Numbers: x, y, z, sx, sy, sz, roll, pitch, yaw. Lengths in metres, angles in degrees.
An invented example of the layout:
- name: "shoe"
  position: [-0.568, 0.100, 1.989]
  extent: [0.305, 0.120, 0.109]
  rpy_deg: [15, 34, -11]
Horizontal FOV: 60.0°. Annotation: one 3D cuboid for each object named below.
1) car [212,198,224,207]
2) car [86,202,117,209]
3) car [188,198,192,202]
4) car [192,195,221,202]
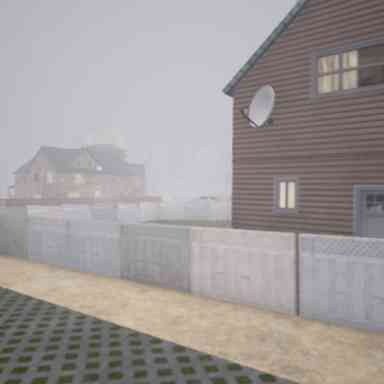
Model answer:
- name: "car"
  position: [4.674, 1.860, 60.481]
  extent: [2.033, 1.411, 5.357]
  rpy_deg: [1, 0, 3]
- name: "car"
  position: [-10.006, 1.758, 34.782]
  extent: [2.033, 1.411, 5.357]
  rpy_deg: [1, 1, 37]
- name: "car"
  position: [0.278, 1.759, 52.908]
  extent: [2.128, 1.511, 4.902]
  rpy_deg: [1, 0, 17]
- name: "car"
  position: [2.355, 1.524, 50.340]
  extent: [2.150, 2.045, 5.566]
  rpy_deg: [1, 0, 19]
